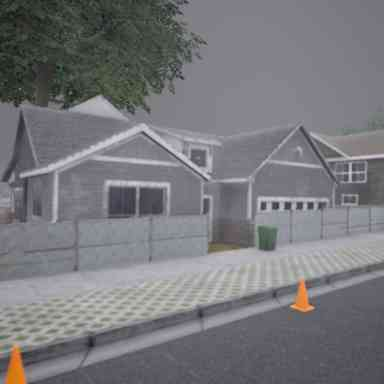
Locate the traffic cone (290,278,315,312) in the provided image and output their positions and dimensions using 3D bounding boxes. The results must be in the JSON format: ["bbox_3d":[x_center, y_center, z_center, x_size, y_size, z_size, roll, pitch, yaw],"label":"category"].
[{"bbox_3d":[2.160,1.972,6.507,0.340,0.580,0.340,0,0,-36],"label":"traffic cone"}]

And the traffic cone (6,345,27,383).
[{"bbox_3d":[-1.899,1.957,3.588,0.340,0.580,0.340,0,0,-36],"label":"traffic cone"}]
